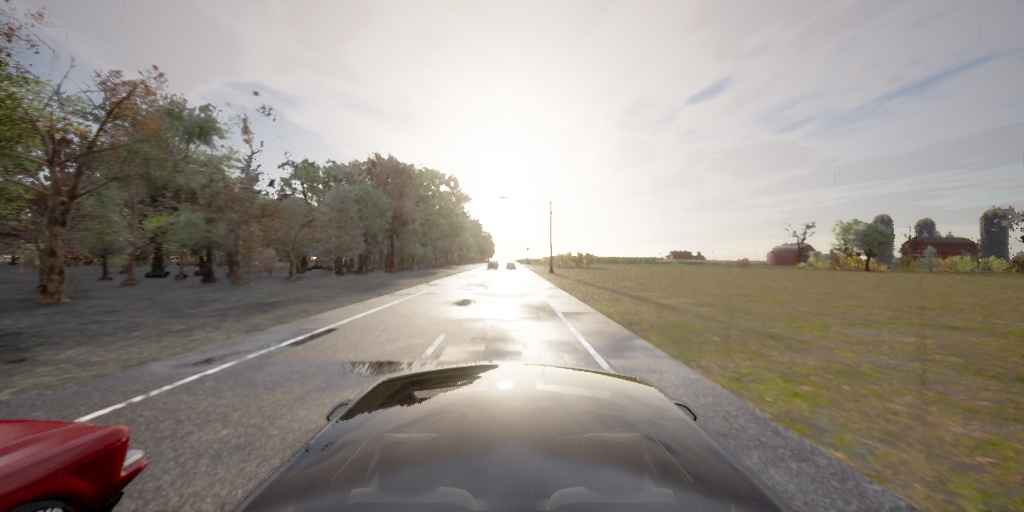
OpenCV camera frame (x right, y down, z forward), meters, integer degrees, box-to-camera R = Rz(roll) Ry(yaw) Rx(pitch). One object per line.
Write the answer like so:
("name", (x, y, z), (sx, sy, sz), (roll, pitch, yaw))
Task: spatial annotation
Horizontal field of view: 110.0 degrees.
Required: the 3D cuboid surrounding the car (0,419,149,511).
("car", (-3.496, 1.328, 0.339), (1.895, 1.301, 4.718), (0, 0, 0))
